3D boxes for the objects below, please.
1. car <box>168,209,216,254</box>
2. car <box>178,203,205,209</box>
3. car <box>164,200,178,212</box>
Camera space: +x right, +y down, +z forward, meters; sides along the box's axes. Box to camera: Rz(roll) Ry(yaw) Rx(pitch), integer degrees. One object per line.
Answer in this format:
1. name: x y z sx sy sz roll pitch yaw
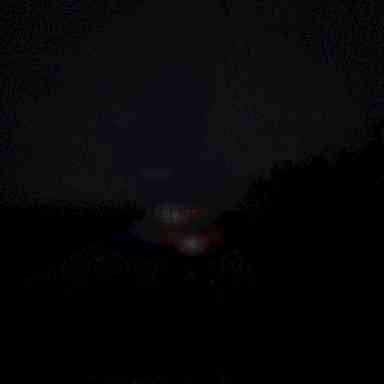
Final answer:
1. car: 0.018 1.646 13.931 1.812 1.442 4.674 0 0 1
2. car: 0.001 1.763 28.537 1.837 1.490 4.892 0 0 1
3. car: -2.804 1.942 46.635 1.837 1.490 4.892 0 -1 0
